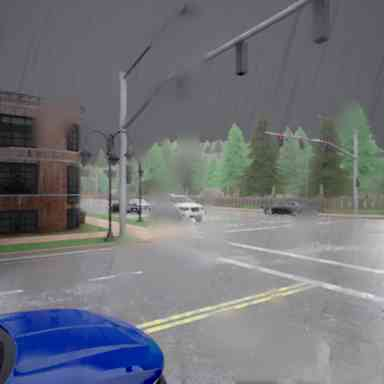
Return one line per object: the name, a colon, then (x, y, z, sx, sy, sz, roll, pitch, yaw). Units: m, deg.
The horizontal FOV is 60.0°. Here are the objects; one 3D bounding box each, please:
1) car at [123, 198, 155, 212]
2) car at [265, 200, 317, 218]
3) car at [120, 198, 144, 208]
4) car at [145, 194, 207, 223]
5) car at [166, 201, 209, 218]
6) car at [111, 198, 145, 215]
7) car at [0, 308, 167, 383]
car: (-6.349, 1.514, 39.232, 1.812, 1.442, 4.674, 0, 0, -35)
car: (8.726, 1.475, 29.876, 2.128, 1.511, 4.902, 0, 0, -36)
car: (-8.984, 1.550, 49.383, 1.994, 1.385, 4.181, 0, 0, -35)
car: (-1.231, 1.212, 25.806, 2.150, 2.045, 5.566, 0, 0, -33)
car: (-0.477, 1.552, 30.789, 1.994, 1.385, 4.181, 0, 0, -35)
car: (-6.639, 1.555, 33.513, 1.994, 1.385, 4.181, 0, 0, -34)
car: (-2.482, 1.478, 1.971, 5.008, 1.535, 1.882, 0, 0, -36)
